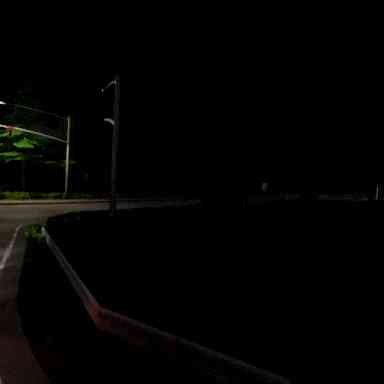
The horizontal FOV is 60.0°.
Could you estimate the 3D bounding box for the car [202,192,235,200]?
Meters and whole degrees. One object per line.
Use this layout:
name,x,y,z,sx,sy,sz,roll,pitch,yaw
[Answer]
car,3.088,0.732,36.096,2.128,1.511,4.902,5,3,39

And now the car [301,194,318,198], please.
car,20.827,0.697,58.833,1.837,1.490,4.892,5,4,37

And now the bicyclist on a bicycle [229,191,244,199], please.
bicyclist on a bicycle,4.422,0.692,31.886,1.656,1.620,0.582,41,23,28
